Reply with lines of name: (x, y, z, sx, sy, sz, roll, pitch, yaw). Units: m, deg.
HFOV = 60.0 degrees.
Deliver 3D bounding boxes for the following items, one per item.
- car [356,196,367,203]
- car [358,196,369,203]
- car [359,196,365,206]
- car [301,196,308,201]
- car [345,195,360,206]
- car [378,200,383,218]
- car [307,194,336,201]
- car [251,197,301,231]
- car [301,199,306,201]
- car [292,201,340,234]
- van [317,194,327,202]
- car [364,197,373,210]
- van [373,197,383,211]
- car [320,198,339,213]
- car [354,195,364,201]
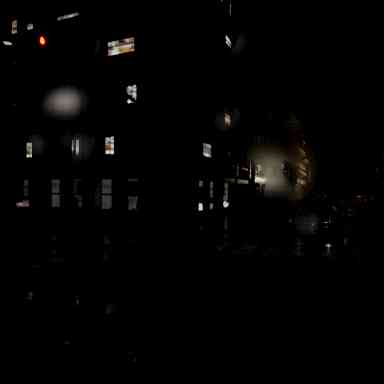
car: (37.277, 1.541, 73.064, 1.887, 1.381, 4.507, 1, 0, 24)
car: (35.006, 1.547, 67.997, 1.887, 1.381, 4.507, 1, 0, 24)
car: (28.194, 1.568, 52.798, 2.008, 1.369, 4.403, 1, 0, 24)
car: (11.921, 1.494, 35.754, 1.887, 1.381, 4.507, 1, 0, 24)
car: (26.237, 1.467, 54.705, 1.882, 1.535, 5.008, 1, 0, 24)
car: (16.841, 1.618, 27.465, 1.802, 1.307, 4.206, 1, 0, 24)
car: (11.505, 1.332, 28.737, 2.097, 1.767, 4.553, 1, 0, 24)
car: (5.112, 1.273, 20.553, 2.192, 1.841, 5.009, 1, 0, 24)
car: (7.380, 1.501, 25.621, 1.887, 1.381, 4.507, 1, 0, 24)
car: (7.341, 1.490, 19.400, 1.837, 1.490, 4.892, 1, 0, 26)
van: (27.818, 1.260, 71.218, 1.690, 1.788, 3.998, 1, 0, 24)
car: (23.654, 1.466, 42.664, 1.967, 1.590, 4.097, 1, 0, 24)
van: (19.115, 1.374, 32.530, 1.690, 1.788, 3.998, 1, 0, 24)
car: (15.767, 1.500, 38.069, 1.812, 1.442, 4.674, 1, 0, 24)
car: (41.818, 1.534, 83.197, 2.008, 1.369, 4.403, 1, 0, 24)
